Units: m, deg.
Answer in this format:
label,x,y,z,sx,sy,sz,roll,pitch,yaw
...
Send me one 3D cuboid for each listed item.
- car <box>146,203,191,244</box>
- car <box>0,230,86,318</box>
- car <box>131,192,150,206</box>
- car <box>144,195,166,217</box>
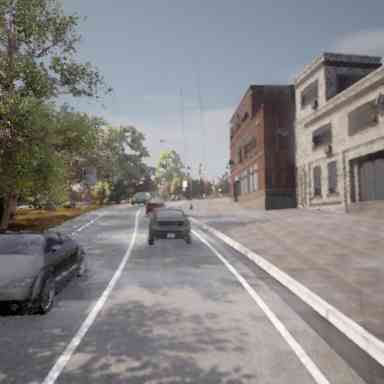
label,x,y,z,sx,sy,sz,roll,pitch,yaw
car,-1.129,1.506,15.894,1.837,1.490,4.892,1,0,-7
car,-3.742,1.563,7.349,1.994,1.385,4.181,0,0,-4
car,-7.777,1.031,51.337,2.150,2.045,5.566,-1,0,4
car,-3.686,1.394,33.920,1.882,1.535,5.008,0,0,-8
